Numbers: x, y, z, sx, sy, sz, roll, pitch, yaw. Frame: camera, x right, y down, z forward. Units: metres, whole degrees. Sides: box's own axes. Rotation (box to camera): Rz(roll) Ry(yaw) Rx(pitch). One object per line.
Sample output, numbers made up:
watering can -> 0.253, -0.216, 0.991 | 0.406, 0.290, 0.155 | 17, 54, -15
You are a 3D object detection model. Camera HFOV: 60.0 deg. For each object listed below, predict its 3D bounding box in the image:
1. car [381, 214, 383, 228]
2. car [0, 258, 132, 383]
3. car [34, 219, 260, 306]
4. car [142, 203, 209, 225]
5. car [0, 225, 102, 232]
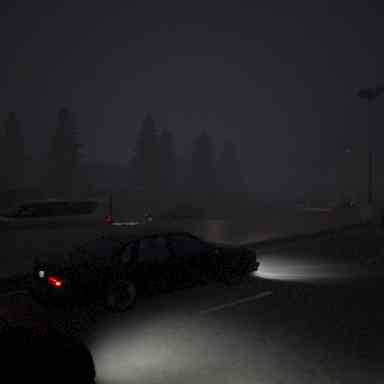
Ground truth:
car -> 13.682, 1.608, 21.695 | 1.812, 1.442, 4.674 | 0, 0, 41
car -> -2.899, 1.528, 1.860 | 4.674, 1.442, 1.812 | 0, 0, -35
car -> -0.810, 1.570, 7.701 | 5.357, 1.411, 2.033 | 0, 0, -38
car -> -1.189, 1.624, 26.339 | 2.033, 1.411, 5.357 | 0, 0, 45
car -> -5.855, 1.254, 12.851 | 5.566, 2.045, 2.150 | 0, 0, -38
